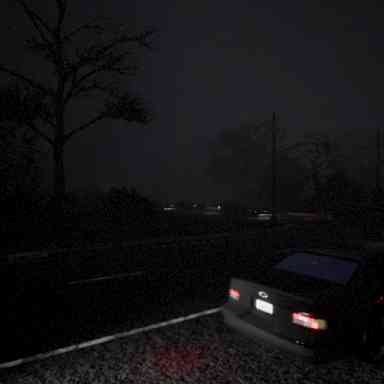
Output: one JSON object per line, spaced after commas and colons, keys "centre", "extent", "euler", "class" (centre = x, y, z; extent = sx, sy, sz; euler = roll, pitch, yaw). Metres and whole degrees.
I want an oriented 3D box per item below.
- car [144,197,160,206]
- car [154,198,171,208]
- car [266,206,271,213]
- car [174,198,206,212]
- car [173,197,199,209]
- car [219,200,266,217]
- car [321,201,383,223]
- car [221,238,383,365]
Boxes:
{"centre": [-7.629, 1.776, 63.218], "extent": [1.812, 1.442, 4.674], "euler": [0, -1, -23], "class": "car"}
{"centre": [-4.648, 1.655, 48.440], "extent": [1.994, 1.385, 4.181], "euler": [0, 0, -26], "class": "car"}
{"centre": [6.052, 1.558, 35.614], "extent": [2.033, 1.411, 5.357], "euler": [0, 0, -29], "class": "car"}
{"centre": [-0.119, 1.508, 39.605], "extent": [1.882, 1.535, 5.008], "euler": [0, 0, -28], "class": "car"}
{"centre": [-0.984, 1.560, 48.861], "extent": [1.882, 1.535, 5.008], "euler": [0, -1, -26], "class": "car"}
{"centre": [4.401, 1.509, 31.472], "extent": [1.837, 1.490, 4.892], "euler": [0, 0, -30], "class": "car"}
{"centre": [12.406, 1.495, 25.546], "extent": [2.128, 1.511, 4.902], "euler": [0, 0, -36], "class": "car"}
{"centre": [3.015, 1.549, 5.806], "extent": [5.357, 1.411, 2.033], "euler": [0, 0, -35], "class": "car"}
